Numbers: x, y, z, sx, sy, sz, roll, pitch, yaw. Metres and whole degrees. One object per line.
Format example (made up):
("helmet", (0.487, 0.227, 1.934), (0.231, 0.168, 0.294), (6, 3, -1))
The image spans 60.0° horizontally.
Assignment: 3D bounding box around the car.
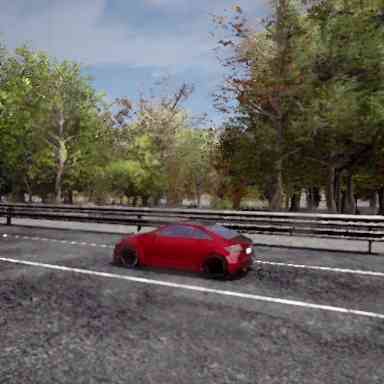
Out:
("car", (-0.255, 1.538, 9.893), (4.181, 1.385, 1.994), (0, 0, 26))
